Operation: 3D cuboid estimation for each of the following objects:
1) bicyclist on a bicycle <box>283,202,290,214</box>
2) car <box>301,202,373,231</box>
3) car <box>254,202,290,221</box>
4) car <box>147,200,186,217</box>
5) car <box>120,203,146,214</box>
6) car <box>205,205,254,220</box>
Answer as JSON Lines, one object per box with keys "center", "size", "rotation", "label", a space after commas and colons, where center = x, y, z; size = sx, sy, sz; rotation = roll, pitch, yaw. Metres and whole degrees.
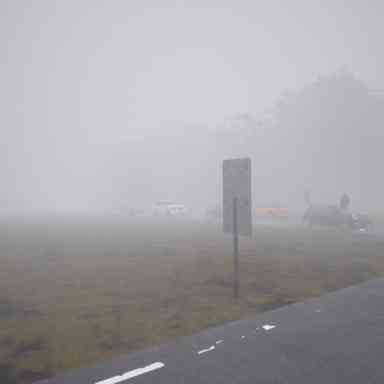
{"center": [9.482, 1.857, 34.042], "size": [1.656, 1.620, 0.582], "rotation": [0, -1, -35], "label": "bicyclist on a bicycle"}
{"center": [9.908, 1.607, 22.923], "size": [2.097, 1.767, 4.553], "rotation": [-1, -1, -34], "label": "car"}
{"center": [7.094, 1.771, 32.180], "size": [2.097, 1.767, 4.553], "rotation": [-1, -1, -35], "label": "car"}
{"center": [-2.954, 2.001, 41.294], "size": [2.150, 2.045, 5.566], "rotation": [-1, -1, -35], "label": "car"}
{"center": [-9.302, 2.559, 50.357], "size": [1.837, 1.490, 4.892], "rotation": [-1, -1, -35], "label": "car"}
{"center": [3.267, 1.995, 32.491], "size": [1.882, 1.535, 5.008], "rotation": [-1, -1, -35], "label": "car"}
